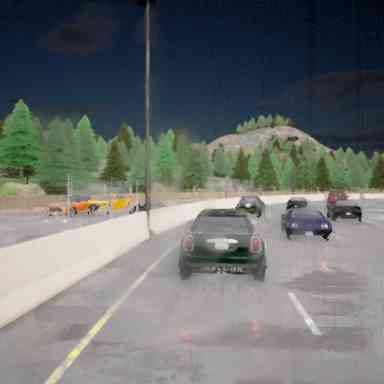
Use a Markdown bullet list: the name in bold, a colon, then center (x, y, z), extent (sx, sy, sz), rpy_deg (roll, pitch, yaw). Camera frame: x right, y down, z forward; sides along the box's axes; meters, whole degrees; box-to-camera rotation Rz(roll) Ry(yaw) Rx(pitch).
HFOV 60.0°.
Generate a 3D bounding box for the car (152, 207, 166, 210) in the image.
- **car**: center (-3.246, 1.358, 25.964), extent (1.994, 1.385, 4.181), rpy_deg (0, 1, 16)

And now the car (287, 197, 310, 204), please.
- **car**: center (10.752, 1.208, 33.622), extent (1.882, 1.535, 5.008), rpy_deg (0, 0, 22)

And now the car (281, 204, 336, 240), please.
- **car**: center (5.447, 1.470, 16.378), extent (1.895, 1.301, 4.718), rpy_deg (0, 1, 11)

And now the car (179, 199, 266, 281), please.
- **car**: center (0.917, 1.265, 9.853), extent (2.097, 1.767, 4.553), rpy_deg (0, 1, 6)

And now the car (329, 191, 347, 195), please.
- **car**: center (17.469, 0.910, 39.742), extent (2.150, 2.045, 5.566), rpy_deg (0, -1, 28)

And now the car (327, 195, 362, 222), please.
- **car**: center (11.277, 1.289, 24.802), extent (1.882, 1.535, 5.008), rpy_deg (0, 1, 17)

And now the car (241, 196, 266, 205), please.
- **car**: center (5.089, 1.112, 28.410), extent (2.097, 1.767, 4.553), rpy_deg (0, 1, 18)
